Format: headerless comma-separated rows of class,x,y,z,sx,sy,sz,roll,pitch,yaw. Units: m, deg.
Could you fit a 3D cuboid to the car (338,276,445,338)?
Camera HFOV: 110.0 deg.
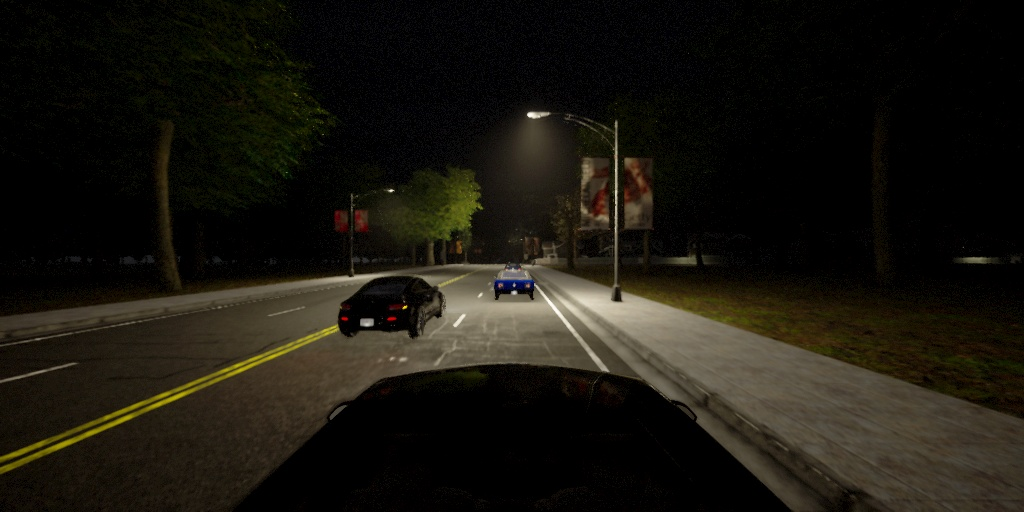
car,-3.148,1.276,10.093,1.812,1.442,4.674,0,0,0

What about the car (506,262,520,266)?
car,0.106,1.333,37.060,2.033,1.411,5.357,0,0,0

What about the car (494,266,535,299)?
car,0.102,1.359,18.185,1.895,1.301,4.718,0,0,0
